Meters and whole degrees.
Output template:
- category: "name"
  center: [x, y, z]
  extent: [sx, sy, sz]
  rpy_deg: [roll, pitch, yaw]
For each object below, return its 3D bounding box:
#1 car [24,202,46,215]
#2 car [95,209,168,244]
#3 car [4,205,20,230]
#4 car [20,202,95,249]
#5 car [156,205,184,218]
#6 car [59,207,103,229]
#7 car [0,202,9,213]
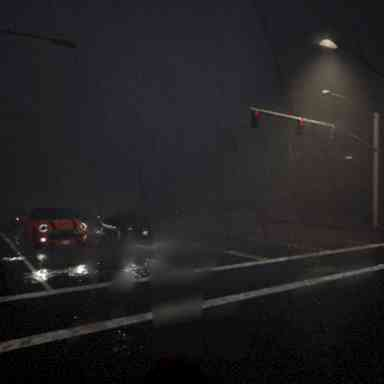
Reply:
- category: "car"
  center: [-19.729, 2.029, 41.713]
  extent: [1.837, 1.490, 4.892]
  rpy_deg: [1, -2, -33]
- category: "car"
  center: [-3.219, 1.714, 16.910]
  extent: [1.994, 1.385, 4.181]
  rpy_deg: [1, -1, -33]
- category: "car"
  center: [-11.583, 1.816, 23.136]
  extent: [1.895, 1.301, 4.718]
  rpy_deg: [1, -1, -34]
- category: "car"
  center: [-6.299, 1.464, 15.225]
  extent: [2.097, 1.767, 4.553]
  rpy_deg: [1, -1, -34]
- category: "car"
  center: [-2.579, 2.005, 35.030]
  extent: [1.994, 1.385, 4.181]
  rpy_deg: [1, -1, -34]
- category: "car"
  center: [-8.280, 1.845, 24.491]
  extent: [1.895, 1.301, 4.718]
  rpy_deg: [1, -1, -34]
- category: "car"
  center: [-23.130, 1.989, 40.520]
  extent: [2.128, 1.511, 4.902]
  rpy_deg: [1, -1, -33]
